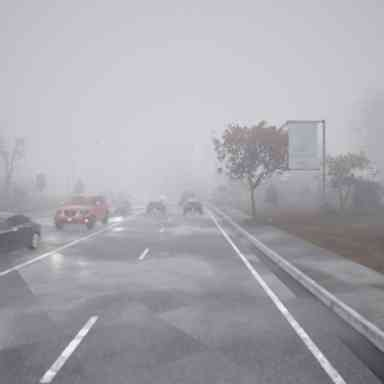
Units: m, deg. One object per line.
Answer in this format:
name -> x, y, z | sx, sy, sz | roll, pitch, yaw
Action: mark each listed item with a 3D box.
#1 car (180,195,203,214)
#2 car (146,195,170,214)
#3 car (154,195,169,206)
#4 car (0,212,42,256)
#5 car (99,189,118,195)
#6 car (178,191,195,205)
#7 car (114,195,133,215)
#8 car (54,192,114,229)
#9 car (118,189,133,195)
car -> 0.058, 1.361, 33.041 | 1.837, 1.490, 4.892 | 0, 0, -1
car -> -3.513, 1.353, 33.656 | 1.837, 1.490, 4.892 | 0, 1, -1
car -> -4.282, 1.141, 46.478 | 1.812, 1.442, 4.674 | 0, 1, -8
car -> -7.039, 1.520, 11.686 | 1.837, 1.490, 4.892 | 0, 0, 0
car -> -16.535, 0.417, 64.250 | 2.150, 2.045, 5.566 | 0, 1, -27
car -> -0.753, 0.840, 46.877 | 2.150, 2.045, 5.566 | 0, 1, -7
car -> -7.004, 1.364, 31.902 | 2.128, 1.511, 4.902 | 0, 1, 0
car -> -6.998, 1.201, 21.758 | 2.150, 2.045, 5.566 | 0, 0, 0
car -> -13.411, 0.419, 65.828 | 2.150, 2.045, 5.566 | 0, 1, -27
